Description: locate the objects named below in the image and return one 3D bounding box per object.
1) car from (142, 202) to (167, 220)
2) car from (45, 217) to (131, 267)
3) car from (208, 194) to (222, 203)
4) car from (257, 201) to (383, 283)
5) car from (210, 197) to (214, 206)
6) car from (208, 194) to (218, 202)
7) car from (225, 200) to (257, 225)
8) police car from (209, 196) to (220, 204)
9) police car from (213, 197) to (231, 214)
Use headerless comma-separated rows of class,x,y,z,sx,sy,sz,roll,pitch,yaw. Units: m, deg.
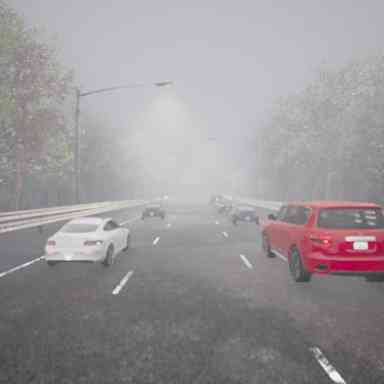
car,-3.199,1.615,28.990,1.812,1.442,4.674,0,0,1
car,-3.360,1.561,11.376,1.812,1.442,4.674,0,0,0
car,4.352,1.400,59.548,2.150,2.045,5.566,0,0,2
car,3.636,1.255,9.864,2.150,2.045,5.566,0,0,0
car,4.071,1.749,48.596,1.895,1.301,4.718,0,0,1
car,5.084,1.457,81.446,2.150,2.045,5.566,0,0,2
car,3.758,1.604,24.621,1.812,1.442,4.674,0,0,0
police car,4.689,1.713,70.468,2.038,1.542,4.974,0,0,2
police car,3.845,1.622,37.614,2.038,1.542,4.974,0,0,1
